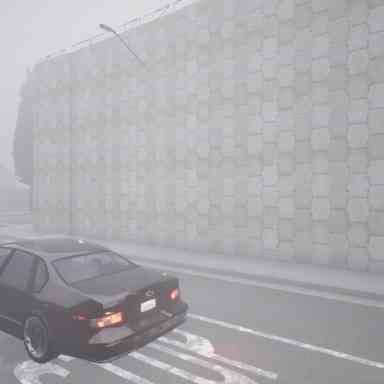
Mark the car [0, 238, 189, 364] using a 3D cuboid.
[{"bbox_3d":[-2.628,1.547,5.852,5.357,1.411,2.033,0,0,35],"label":"car"}]
